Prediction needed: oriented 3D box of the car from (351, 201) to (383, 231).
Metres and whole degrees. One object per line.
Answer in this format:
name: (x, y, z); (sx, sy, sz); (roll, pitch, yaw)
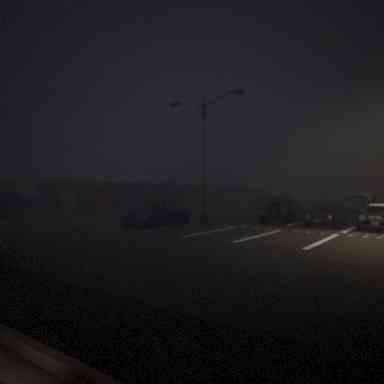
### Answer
car: (10.576, 1.447, 18.796); (1.970, 1.475, 3.806); (0, 0, 36)

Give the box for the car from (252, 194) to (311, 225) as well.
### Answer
car: (6.029, 1.199, 22.027); (1.932, 1.855, 4.605); (0, 0, 36)

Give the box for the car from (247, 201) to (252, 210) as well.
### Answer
car: (8.058, 1.398, 39.233); (1.784, 1.438, 3.905); (0, 0, 36)

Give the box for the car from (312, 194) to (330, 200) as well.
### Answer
car: (20.626, 1.194, 51.684); (1.905, 1.878, 3.866); (0, 0, 36)

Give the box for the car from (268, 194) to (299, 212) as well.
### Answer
car: (10.367, 1.191, 37.482); (1.932, 1.855, 4.605); (0, 0, 36)

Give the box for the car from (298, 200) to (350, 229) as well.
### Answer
car: (8.232, 1.412, 20.494); (1.784, 1.438, 3.905); (0, 0, 36)
